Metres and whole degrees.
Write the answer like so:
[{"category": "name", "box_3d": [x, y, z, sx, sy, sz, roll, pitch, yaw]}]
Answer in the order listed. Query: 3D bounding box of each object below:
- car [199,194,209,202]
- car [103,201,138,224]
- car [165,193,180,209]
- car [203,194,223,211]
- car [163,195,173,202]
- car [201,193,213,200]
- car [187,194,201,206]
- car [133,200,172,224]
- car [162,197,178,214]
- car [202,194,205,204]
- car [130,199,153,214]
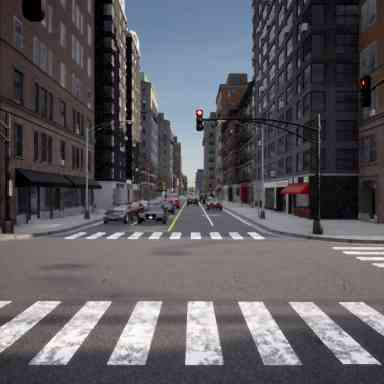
[{"category": "car", "box_3d": [2.744, 1.295, 79.288, 2.192, 1.841, 5.009, 0, 0, 0]}, {"category": "car", "box_3d": [-5.354, 1.550, 24.764, 2.008, 1.369, 4.403, 0, 0, 0]}, {"category": "car", "box_3d": [-2.779, 1.214, 45.361, 2.150, 2.045, 5.566, 0, 0, 0]}, {"category": "car", "box_3d": [2.694, 1.435, 41.108, 1.967, 1.590, 4.097, 0, 0, 0]}, {"category": "car", "box_3d": [-5.287, 1.505, 73.679, 1.752, 1.417, 4.829, 0, 0, 0]}, {"category": "car", "box_3d": [3.065, 1.213, 61.823, 2.150, 2.045, 5.566, 0, 0, 0]}, {"category": "car", "box_3d": [0.127, 1.493, 54.884, 1.837, 1.490, 4.892, 0, 0, 0]}, {"category": "car", "box_3d": [-2.815, 1.563, 24.729, 1.994, 1.385, 4.181, 0, 0, 0]}, {"category": "car", "box_3d": [-2.799, 1.561, 34.703, 1.994, 1.385, 4.181, 0, 0, 0]}, {"category": "car", "box_3d": [3.095, 1.492, 54.793, 1.837, 1.490, 4.892, 0, 0, 0]}, {"category": "car", "box_3d": [-5.339, 1.522, 35.502, 1.752, 1.417, 4.829, 0, 0, 0]}]
